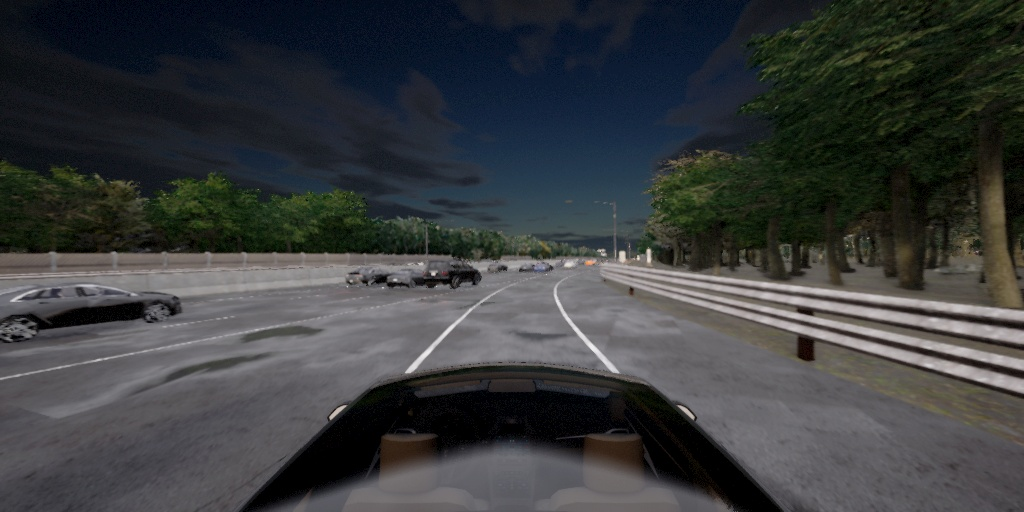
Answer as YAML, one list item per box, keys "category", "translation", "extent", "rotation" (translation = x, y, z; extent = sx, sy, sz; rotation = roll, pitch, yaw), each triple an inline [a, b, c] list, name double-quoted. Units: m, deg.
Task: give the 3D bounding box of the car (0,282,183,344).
- category: "car"
  translation: [-13.300, 1.552, 11.004]
  extent: [2.128, 1.511, 4.902]
  rotation: [-1, 0, 20]

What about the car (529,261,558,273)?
- category: "car"
  translation: [4.539, 1.658, 50.445]
  extent: [2.033, 1.411, 5.357]
  rotation: [-1, 0, 20]

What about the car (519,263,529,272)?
- category: "car"
  translation: [2.592, 1.727, 55.390]
  extent: [1.994, 1.385, 4.181]
  rotation: [-1, 0, 20]

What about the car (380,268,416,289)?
- category: "car"
  translation: [-7.541, 1.657, 27.084]
  extent: [1.994, 1.385, 4.181]
  rotation: [-1, 0, 20]

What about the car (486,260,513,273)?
- category: "car"
  translation: [-2.050, 1.689, 52.811]
  extent: [2.128, 1.511, 4.902]
  rotation: [-1, 0, 20]

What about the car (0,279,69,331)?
- category: "car"
  translation: [-17.201, 1.593, 10.489]
  extent: [2.128, 1.511, 4.902]
  rotation: [-1, 0, 20]

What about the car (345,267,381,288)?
- category: "car"
  translation: [-10.834, 1.628, 28.274]
  extent: [2.128, 1.511, 4.902]
  rotation: [-1, 0, 20]

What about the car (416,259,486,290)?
- category: "car"
  translation: [-4.232, 1.270, 25.955]
  extent: [2.150, 2.045, 5.566]
  rotation: [-1, 0, 20]
